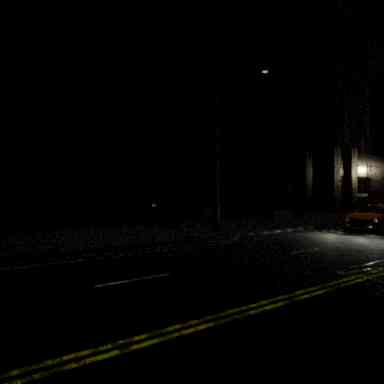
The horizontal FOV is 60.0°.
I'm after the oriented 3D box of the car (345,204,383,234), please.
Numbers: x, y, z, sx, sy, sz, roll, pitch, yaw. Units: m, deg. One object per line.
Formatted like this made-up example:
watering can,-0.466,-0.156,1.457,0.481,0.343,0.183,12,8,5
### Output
car,10.982,1.459,19.497,5.008,1.535,1.882,0,0,-35
